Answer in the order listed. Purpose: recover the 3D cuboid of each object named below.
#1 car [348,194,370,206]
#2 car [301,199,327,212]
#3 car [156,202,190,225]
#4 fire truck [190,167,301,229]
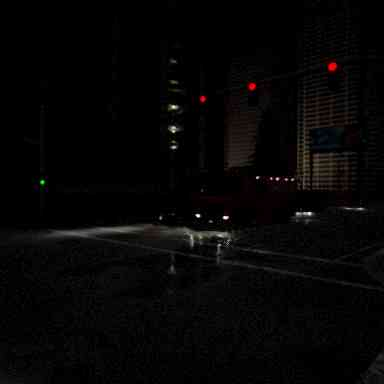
[{"bbox_3d":[25.407,1.141,50.571,2.097,1.767,4.553,1,0,44],"label":"car"},{"bbox_3d":[13.869,1.514,38.560,2.033,1.411,5.357,1,0,44],"label":"car"},{"bbox_3d":[-0.365,1.444,23.569,2.128,1.511,4.902,1,0,44],"label":"car"},{"bbox_3d":[4.033,0.321,22.976,2.891,3.827,8.468,1,0,44],"label":"fire truck"}]
